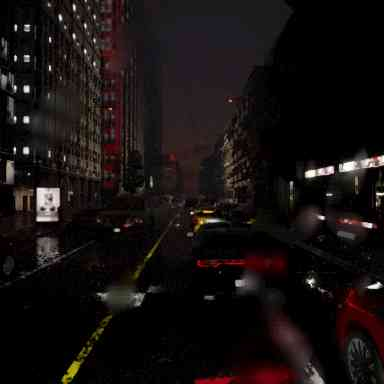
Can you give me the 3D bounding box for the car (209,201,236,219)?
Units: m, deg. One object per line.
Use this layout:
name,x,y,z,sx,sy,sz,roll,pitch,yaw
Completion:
car,2.692,1.546,30.128,2.008,1.369,4.403,1,0,0

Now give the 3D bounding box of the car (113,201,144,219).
car,-5.689,1.561,30.160,1.947,1.339,4.313,1,0,0

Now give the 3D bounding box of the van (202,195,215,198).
van,2.690,1.326,47.099,1.690,1.788,3.998,1,0,0

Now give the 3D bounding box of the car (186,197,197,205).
car,-0.017,1.576,60.036,1.895,1.301,4.718,0,0,0

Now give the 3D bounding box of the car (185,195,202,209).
car,-0.006,1.463,45.875,1.882,1.535,5.008,0,0,0

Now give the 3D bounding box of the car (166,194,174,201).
car,-5.701,1.385,86.729,1.967,1.590,4.097,1,0,0

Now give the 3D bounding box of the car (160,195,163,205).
car,-5.692,1.425,47.132,1.967,1.590,4.097,1,0,0

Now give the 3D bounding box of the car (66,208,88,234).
car,-5.687,1.582,18.846,1.802,1.307,4.206,1,0,0

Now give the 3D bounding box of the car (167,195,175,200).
car,-5.704,1.503,92.385,1.947,1.339,4.313,1,0,0

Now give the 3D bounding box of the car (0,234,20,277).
car,-5.683,1.546,7.533,1.887,1.381,4.507,1,0,0

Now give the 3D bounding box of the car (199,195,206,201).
car,2.677,1.527,86.695,1.802,1.307,4.206,1,0,0

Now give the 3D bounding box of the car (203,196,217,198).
car,2.688,1.554,41.442,1.947,1.339,4.313,1,0,0

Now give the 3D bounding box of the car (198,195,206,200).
car,2.676,1.488,92.352,2.008,1.369,4.403,1,0,0

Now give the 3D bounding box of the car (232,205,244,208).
car,2.695,1.525,18.985,1.752,1.417,4.829,1,0,0

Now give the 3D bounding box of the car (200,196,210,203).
car,2.681,1.547,69.725,1.802,1.307,4.206,1,0,0

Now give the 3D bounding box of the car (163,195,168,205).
car,-5.696,1.558,58.445,1.802,1.307,4.206,1,0,0

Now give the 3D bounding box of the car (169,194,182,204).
car,-3.017,1.495,65.320,1.812,1.442,4.674,0,0,0

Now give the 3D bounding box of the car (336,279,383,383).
car,2.702,1.316,1.845,2.192,1.841,5.009,1,0,0

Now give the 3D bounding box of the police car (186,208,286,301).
police car,0.897,1.426,8.521,1.930,1.638,5.238,0,0,0

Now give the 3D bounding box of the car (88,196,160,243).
car,-3.104,1.222,16.525,2.150,2.045,5.566,0,0,0

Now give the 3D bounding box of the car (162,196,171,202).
car,-5.701,1.541,75.414,1.802,1.307,4.206,1,0,0

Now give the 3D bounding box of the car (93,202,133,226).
car,-5.687,1.543,24.503,1.887,1.381,4.507,1,0,0

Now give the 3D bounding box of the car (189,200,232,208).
car,0.894,1.455,18.602,1.801,1.575,5.366,0,0,0

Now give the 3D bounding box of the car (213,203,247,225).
car,2.693,1.564,24.471,1.947,1.339,4.313,1,0,0

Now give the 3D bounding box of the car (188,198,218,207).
car,0.809,1.454,24.600,1.801,1.575,5.366,0,0,0
